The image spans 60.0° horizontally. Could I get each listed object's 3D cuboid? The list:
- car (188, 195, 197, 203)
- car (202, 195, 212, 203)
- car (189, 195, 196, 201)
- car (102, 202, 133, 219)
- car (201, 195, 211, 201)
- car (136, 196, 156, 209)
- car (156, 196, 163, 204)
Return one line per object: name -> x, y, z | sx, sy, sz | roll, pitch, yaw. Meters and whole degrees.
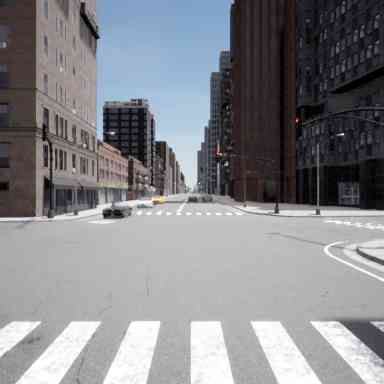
car -> 0.107, 1.484, 70.989 | 1.882, 1.535, 5.008 | 0, 0, 0
car -> 3.357, 1.531, 70.984 | 2.128, 1.511, 4.902 | 0, 0, 0
car -> 0.122, 1.451, 81.408 | 1.882, 1.535, 5.008 | 0, 0, 0
car -> -6.555, 1.605, 29.615 | 1.895, 1.301, 4.718 | 0, 0, 0
car -> 3.372, 1.498, 81.404 | 2.128, 1.511, 4.902 | 0, 0, 0
car -> -6.521, 1.534, 46.368 | 1.812, 1.442, 4.674 | 0, 0, 0
car -> -6.461, 1.487, 62.465 | 1.882, 1.535, 5.008 | 0, 0, 0
